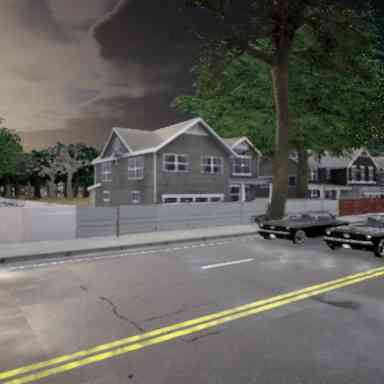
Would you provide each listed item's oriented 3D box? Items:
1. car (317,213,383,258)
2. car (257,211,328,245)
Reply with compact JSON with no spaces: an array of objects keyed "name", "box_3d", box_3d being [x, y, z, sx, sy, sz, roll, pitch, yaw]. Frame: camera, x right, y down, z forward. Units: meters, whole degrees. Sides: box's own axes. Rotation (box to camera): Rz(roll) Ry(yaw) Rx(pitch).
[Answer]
[{"name":"car","box_3d":[7.128,1.558,12.762,4.718,1.301,1.895,0,0,-35]},{"name":"car","box_3d":[5.230,1.558,15.400,4.718,1.301,1.895,0,0,-35]}]
